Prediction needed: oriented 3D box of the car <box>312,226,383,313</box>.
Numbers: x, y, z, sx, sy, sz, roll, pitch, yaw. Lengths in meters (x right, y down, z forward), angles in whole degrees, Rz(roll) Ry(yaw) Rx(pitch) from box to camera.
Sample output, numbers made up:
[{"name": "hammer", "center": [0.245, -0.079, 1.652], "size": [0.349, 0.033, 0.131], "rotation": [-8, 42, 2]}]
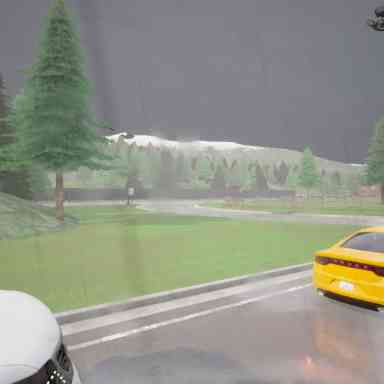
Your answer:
[{"name": "car", "center": [4.700, 1.478, 7.206], "size": [5.008, 1.535, 1.882], "rotation": [0, 0, -35]}]

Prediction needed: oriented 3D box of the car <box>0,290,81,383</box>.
[{"name": "car", "center": [-3.344, 1.222, 1.363], "size": [5.566, 2.045, 2.150], "rotation": [0, 0, -35]}]
